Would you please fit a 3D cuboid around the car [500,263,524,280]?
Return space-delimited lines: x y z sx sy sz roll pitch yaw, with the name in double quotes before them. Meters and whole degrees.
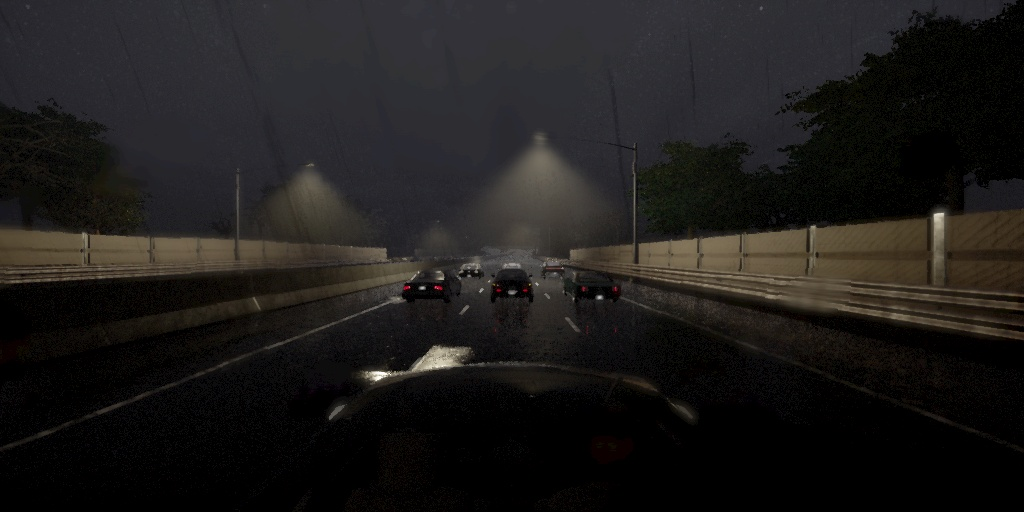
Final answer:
"car" 0.000 1.326 31.533 1.895 1.301 4.718 0 0 0

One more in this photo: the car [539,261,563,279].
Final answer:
"car" 3.500 1.205 31.503 2.128 1.511 4.902 0 0 0

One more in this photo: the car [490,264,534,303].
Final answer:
"car" 0.000 1.268 16.503 1.812 1.442 4.674 0 0 0

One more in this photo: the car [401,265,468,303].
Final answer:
"car" -3.500 1.298 16.502 2.033 1.411 5.357 0 0 0

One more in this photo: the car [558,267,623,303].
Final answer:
"car" 3.500 1.352 16.533 1.895 1.301 4.718 0 0 0

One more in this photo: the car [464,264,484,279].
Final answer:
"car" -3.500 1.326 31.534 1.895 1.301 4.718 0 0 0
